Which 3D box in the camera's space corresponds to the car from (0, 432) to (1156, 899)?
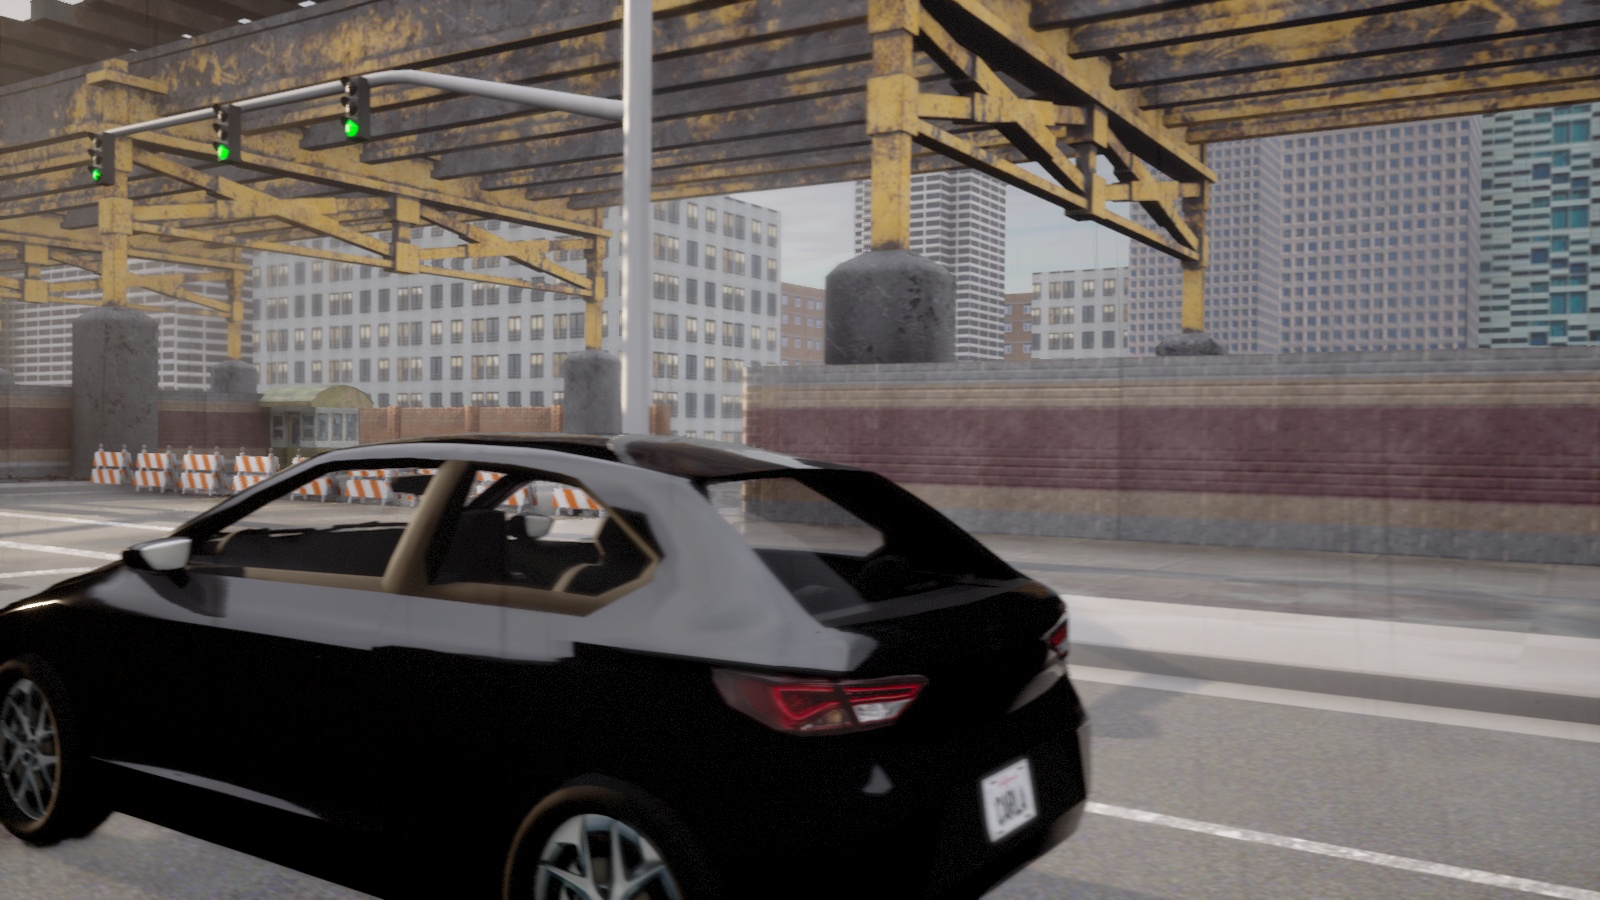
[{"bbox_3d":[-1.128,0.695,4.373,4.193,1.474,1.816,0,1,34],"label":"car"}]
